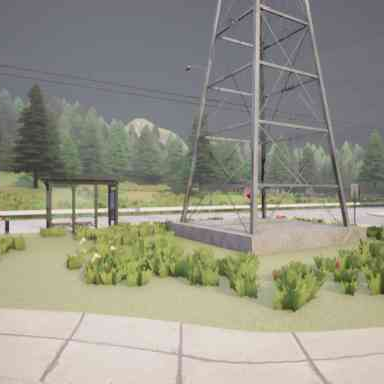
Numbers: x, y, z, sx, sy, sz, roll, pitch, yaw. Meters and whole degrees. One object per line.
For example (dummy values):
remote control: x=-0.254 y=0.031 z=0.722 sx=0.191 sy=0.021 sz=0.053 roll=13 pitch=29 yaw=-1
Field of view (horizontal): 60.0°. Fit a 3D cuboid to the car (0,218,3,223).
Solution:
car: x=-13.868 y=1.596 z=19.598 sx=4.718 sy=1.301 sz=1.895 roll=0 pitch=0 yaw=-28
